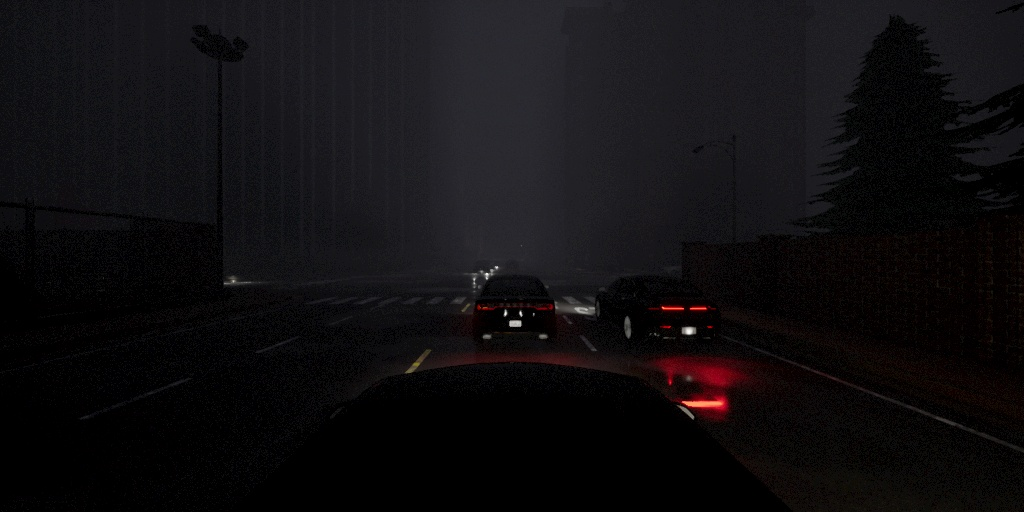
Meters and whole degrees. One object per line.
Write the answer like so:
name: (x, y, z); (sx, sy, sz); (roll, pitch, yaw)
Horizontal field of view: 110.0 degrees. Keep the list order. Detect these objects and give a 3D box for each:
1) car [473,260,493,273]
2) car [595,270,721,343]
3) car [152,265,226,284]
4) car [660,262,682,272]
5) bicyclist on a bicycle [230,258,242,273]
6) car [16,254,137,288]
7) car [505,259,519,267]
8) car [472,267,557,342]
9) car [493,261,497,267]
car: (-3.679, 1.272, 44.107); (1.812, 1.442, 4.674); (0, 0, 0)
car: (3.563, 1.254, 9.632); (1.837, 1.490, 4.892); (0, 0, 0)
car: (-23.347, 1.256, 25.986); (4.181, 1.385, 1.994); (0, 0, 0)
car: (16.232, 1.218, 33.361); (4.674, 1.442, 1.812); (0, 0, 0)
bicyclist on a bicycle: (-29.244, 0.992, 37.948); (0.582, 1.620, 1.656); (0, 0, 0)
car: (-27.068, 0.914, 22.472); (5.566, 2.045, 2.150); (0, 0, 0)
car: (-0.005, 1.224, 51.371); (1.882, 1.535, 5.008); (0, 0, 0)
car: (0.045, 1.227, 9.764); (1.882, 1.535, 5.008); (0, 0, -1)
car: (-3.697, 1.272, 54.273); (1.812, 1.442, 4.674); (0, 0, 0)
